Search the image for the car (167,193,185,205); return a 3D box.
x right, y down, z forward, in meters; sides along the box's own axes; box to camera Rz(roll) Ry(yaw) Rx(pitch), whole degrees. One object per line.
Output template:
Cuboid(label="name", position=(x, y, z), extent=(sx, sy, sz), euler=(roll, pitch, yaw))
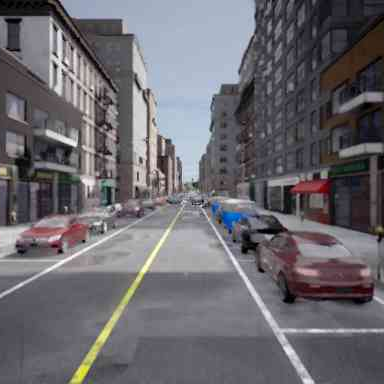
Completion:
Cuboid(label="car", position=(-2.804, 1.348, 57.302), extent=(2.097, 1.767, 4.553), euler=(0, 0, 0))

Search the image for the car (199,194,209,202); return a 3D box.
Cuboid(label="car", position=(2.644, 1.314, 74.040), extent=(2.192, 1.841, 5.009), euler=(0, 0, 0))

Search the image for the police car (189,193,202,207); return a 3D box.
Cuboid(label="police car", position=(0.830, 1.420, 50.965), extent=(1.930, 1.638, 5.238), euler=(0, 0, 0))

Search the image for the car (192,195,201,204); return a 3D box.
Cuboid(label="car", position=(0.831, 1.454, 67.045), extent=(1.801, 1.575, 5.366), euler=(0, 0, 0))

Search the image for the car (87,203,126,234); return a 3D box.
Cuboid(label="car", position=(-5.386, 1.539, 18.931), extent=(2.008, 1.369, 4.403), euler=(0, 0, 0))

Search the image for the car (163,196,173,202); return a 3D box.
Cuboid(label="car", position=(-5.381, 1.565, 74.041), extent=(1.947, 1.339, 4.313), euler=(0, 0, 0))

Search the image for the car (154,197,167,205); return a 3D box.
Cuboid(label="car", position=(-5.383, 1.578, 57.508), extent=(1.802, 1.307, 4.206), euler=(0, 0, 0))

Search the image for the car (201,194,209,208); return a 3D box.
Cuboid(label="car", position=(2.641, 1.433, 46.485), extent=(1.967, 1.590, 4.097), euler=(0, 0, 0))

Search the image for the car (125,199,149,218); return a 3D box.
Cuboid(label="car", position=(-5.385, 1.428, 29.953), extent=(1.967, 1.590, 4.097), euler=(0, 0, 0))

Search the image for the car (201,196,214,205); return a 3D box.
Cuboid(label="car", position=(2.642, 1.436, 57.507), extent=(1.967, 1.590, 4.097), euler=(0, 0, 0))

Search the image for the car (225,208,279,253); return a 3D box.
Cuboid(label="car", position=(2.639, 1.556, 13.420), extent=(1.947, 1.339, 4.313), euler=(0, 0, 0))

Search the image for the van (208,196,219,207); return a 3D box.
Cuboid(label="van", position=(2.640, 1.329, 29.952), extent=(1.690, 1.788, 3.998), euler=(0, 0, 0))

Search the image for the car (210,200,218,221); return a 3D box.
Cuboid(label="car", position=(2.639, 1.538, 24.442), extent=(2.008, 1.369, 4.403), euler=(0, 0, 0))

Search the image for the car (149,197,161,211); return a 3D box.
Cuboid(label="car", position=(-5.384, 1.542, 40.974), extent=(2.008, 1.369, 4.403), euler=(0, 0, 0))

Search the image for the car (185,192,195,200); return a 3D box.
Cuboid(label="car", position=(0.008, 1.040, 84.527), extent=(2.150, 2.045, 5.566), euler=(0, 0, 0))

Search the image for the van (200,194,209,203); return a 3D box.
Cuboid(label="van", position=(2.643, 1.340, 68.529), extent=(1.690, 1.788, 3.998), euler=(0, 0, 0))

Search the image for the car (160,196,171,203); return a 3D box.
Cuboid(label="car", position=(-5.382, 1.543, 68.530), extent=(1.887, 1.381, 4.507), euler=(0, 0, 0))

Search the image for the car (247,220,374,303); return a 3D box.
Cuboid(label="car", position=(2.638, 1.575, 7.910), extent=(1.802, 1.307, 4.206), euler=(0, 0, 0))

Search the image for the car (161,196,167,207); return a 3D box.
Cuboid(label="car", position=(-5.383, 1.539, 51.996), extent=(1.887, 1.381, 4.507), euler=(0, 0, 0))

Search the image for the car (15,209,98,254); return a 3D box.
Cuboid(label="car", position=(-5.386, 1.572, 13.421), extent=(1.802, 1.307, 4.206), euler=(0, 0, 0))

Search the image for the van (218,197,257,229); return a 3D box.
Cuboid(label="van", position=(2.639, 1.330, 18.931), extent=(1.690, 1.788, 3.998), euler=(0, 0, 0))
